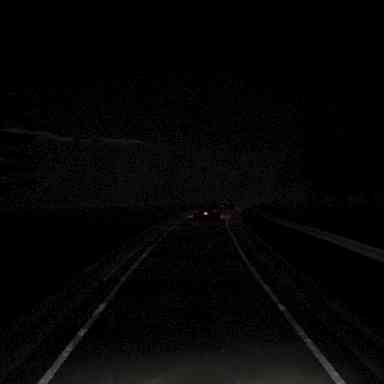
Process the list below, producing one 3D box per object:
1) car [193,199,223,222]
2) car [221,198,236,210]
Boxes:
[{"bbox_3d":[1.230,1.549,26.511,1.994,1.385,4.181,0,0,6],"label":"car"},{"bbox_3d":[4.249,1.501,42.396,1.812,1.442,4.674,0,0,15],"label":"car"}]
